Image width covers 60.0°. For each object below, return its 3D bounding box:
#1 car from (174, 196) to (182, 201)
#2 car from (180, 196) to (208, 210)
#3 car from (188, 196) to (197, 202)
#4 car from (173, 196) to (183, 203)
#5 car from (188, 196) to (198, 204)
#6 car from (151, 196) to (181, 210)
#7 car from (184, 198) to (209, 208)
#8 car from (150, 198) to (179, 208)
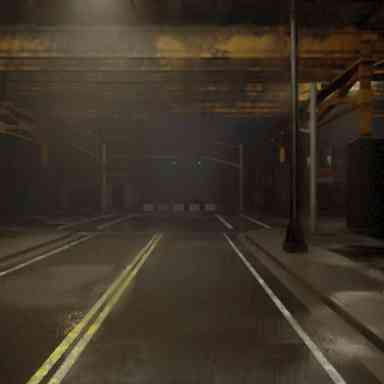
[{"bbox_3d":[-3.279,1.520,79.046,1.853,1.218,4.536,0,0,0],"label":"car"},{"bbox_3d":[0.519,1.578,43.875,2.038,1.542,4.974,0,0,-20],"label":"car"},{"bbox_3d":[0.152,1.496,70.523,1.853,1.218,4.536,0,0,0],"label":"car"},{"bbox_3d":[-3.279,1.677,78.993,2.038,1.542,4.974,0,0,0],"label":"car"},{"bbox_3d":[0.152,1.653,70.471,2.038,1.542,4.974,0,0,0],"label":"car"},{"bbox_3d":[-3.641,1.578,44.182,2.038,1.542,4.974,0,0,25],"label":"car"},{"bbox_3d":[0.501,1.420,43.924,1.853,1.218,4.536,0,0,-20],"label":"car"},{"bbox_3d":[-3.620,1.421,44.230,1.853,1.218,4.536,0,0,25],"label":"car"}]
